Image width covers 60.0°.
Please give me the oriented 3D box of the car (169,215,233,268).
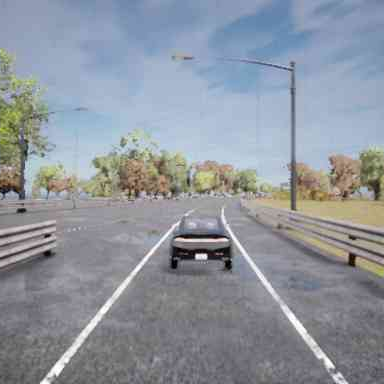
[{"bbox_3d":[0.318,1.530,11.378,2.128,1.511,4.902,0,0,2],"label":"car"}]
